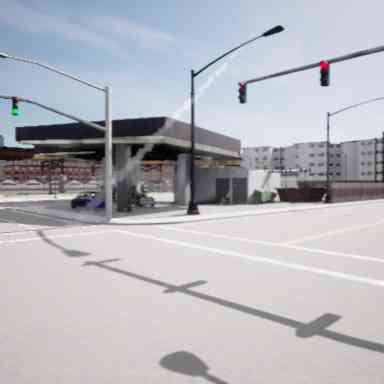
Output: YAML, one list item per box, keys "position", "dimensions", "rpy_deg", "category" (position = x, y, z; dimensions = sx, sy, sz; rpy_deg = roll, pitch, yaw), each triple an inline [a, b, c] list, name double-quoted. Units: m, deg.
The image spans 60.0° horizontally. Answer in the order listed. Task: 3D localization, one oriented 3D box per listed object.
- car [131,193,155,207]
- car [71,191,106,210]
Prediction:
- position: [-5.686, 0.816, 35.164]
  dimensions: [1.970, 1.475, 3.806]
  rpy_deg: [-1, 1, -41]
  category: "car"
- position: [-9.465, 0.752, 30.768]
  dimensions: [2.242, 1.667, 4.611]
  rpy_deg: [-1, 1, -41]
  category: "car"
